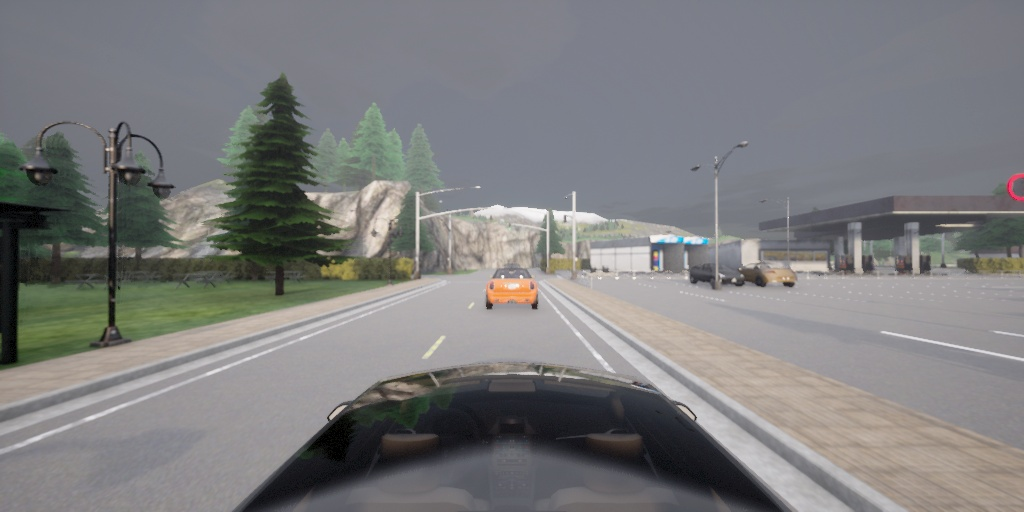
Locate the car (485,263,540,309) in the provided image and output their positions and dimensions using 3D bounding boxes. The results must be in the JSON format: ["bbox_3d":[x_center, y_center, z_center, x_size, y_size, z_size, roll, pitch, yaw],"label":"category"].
[{"bbox_3d":[0.002,1.233,15.938,2.097,1.767,4.553,0,-1,0],"label":"car"}]
